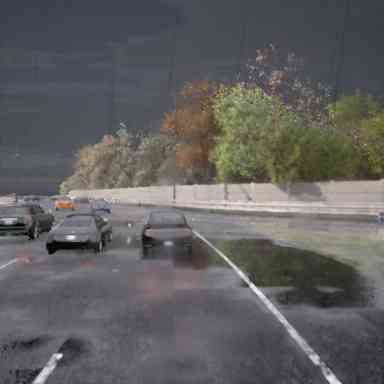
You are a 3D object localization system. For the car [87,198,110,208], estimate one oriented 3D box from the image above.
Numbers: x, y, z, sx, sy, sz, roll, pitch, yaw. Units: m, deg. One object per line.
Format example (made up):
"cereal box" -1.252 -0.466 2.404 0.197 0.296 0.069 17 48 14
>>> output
"car" -10.430 1.619 37.684 2.033 1.411 5.357 0 0 -21

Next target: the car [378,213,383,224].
"car" 13.928 1.467 20.139 4.674 1.442 1.812 0 0 25

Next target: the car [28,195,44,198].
"car" -37.913 1.546 79.272 4.892 1.490 1.837 0 0 41

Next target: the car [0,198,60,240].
"car" -8.648 1.404 17.258 2.097 1.767 4.553 0 0 -8

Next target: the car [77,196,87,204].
"car" -22.306 1.647 66.816 1.837 1.490 4.892 0 0 -38

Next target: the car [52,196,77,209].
"car" -16.827 1.459 43.756 2.097 1.767 4.553 0 0 -24

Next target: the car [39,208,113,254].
"car" -4.512 1.594 13.837 1.994 1.385 4.181 0 0 -6

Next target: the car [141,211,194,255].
"car" -1.041 1.504 13.498 2.128 1.511 4.902 0 0 -6

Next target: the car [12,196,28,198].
"car" -40.333 1.581 76.743 4.674 1.442 1.812 0 0 41
